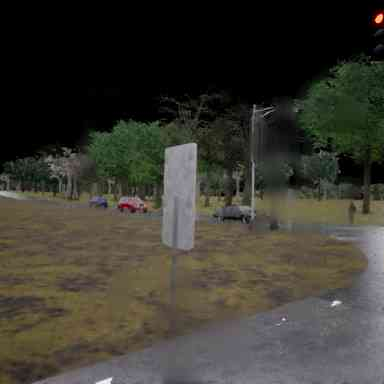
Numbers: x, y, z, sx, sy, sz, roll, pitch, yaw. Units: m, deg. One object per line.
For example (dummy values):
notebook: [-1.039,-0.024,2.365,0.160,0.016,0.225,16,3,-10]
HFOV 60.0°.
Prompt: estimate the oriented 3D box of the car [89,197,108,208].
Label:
car: [-18.368,1.964,65.221,2.150,2.045,5.566,3,-2,-36]

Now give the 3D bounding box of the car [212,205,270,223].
car: [3.962,1.793,27.840,2.033,1.411,5.357,3,-2,-36]

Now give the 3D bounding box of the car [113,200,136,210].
car: [-11.190,2.176,55.224,1.837,1.490,4.892,3,-2,-36]

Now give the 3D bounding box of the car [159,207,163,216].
car: [-1.850,1.928,35.896,1.994,1.385,4.181,3,-2,-37]

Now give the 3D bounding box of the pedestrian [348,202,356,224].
pedestrian: [13.353,1.718,27.813,0.375,1.860,0.375,2,-1,-36]

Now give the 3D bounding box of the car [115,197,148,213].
car: [-7.939,1.680,44.423,2.150,2.045,5.566,3,-2,-35]
